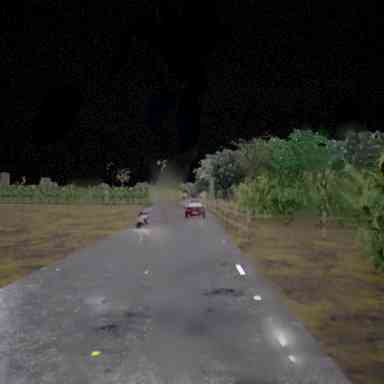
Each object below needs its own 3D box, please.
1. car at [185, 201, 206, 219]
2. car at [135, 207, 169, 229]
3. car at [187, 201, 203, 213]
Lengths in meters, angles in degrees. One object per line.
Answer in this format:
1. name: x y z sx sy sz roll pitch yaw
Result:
1. car: 0.322 1.718 32.436 1.882 1.535 5.008 0 0 1
2. car: -2.673 1.735 23.183 1.994 1.385 4.181 0 -1 0
3. car: 0.352 1.885 43.200 1.994 1.385 4.181 0 0 1
